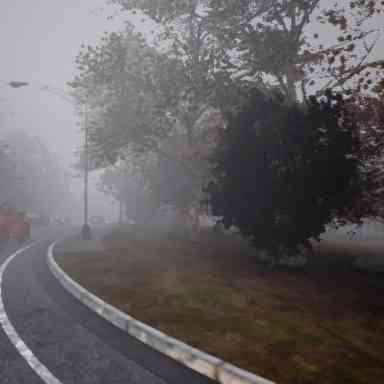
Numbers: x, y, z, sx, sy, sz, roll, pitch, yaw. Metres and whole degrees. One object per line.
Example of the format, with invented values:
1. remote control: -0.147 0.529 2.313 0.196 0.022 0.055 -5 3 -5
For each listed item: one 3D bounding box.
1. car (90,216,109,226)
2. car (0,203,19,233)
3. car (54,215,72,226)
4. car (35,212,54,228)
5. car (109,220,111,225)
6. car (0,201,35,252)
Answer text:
1. car: -14.939 4.526 52.573 2.128 1.511 4.902 0 -5 -9
2. car: -14.122 1.807 22.875 2.150 2.045 5.566 0 -3 -7
3. car: -17.289 3.816 44.288 1.837 1.490 4.892 0 -5 -8
4. car: -15.633 2.769 33.049 1.882 1.535 5.008 0 -5 -9
5. car: -16.400 5.553 62.485 1.895 1.301 4.718 0 -5 -7
6. car: -8.967 1.438 14.761 2.150 2.045 5.566 0 -2 -12
